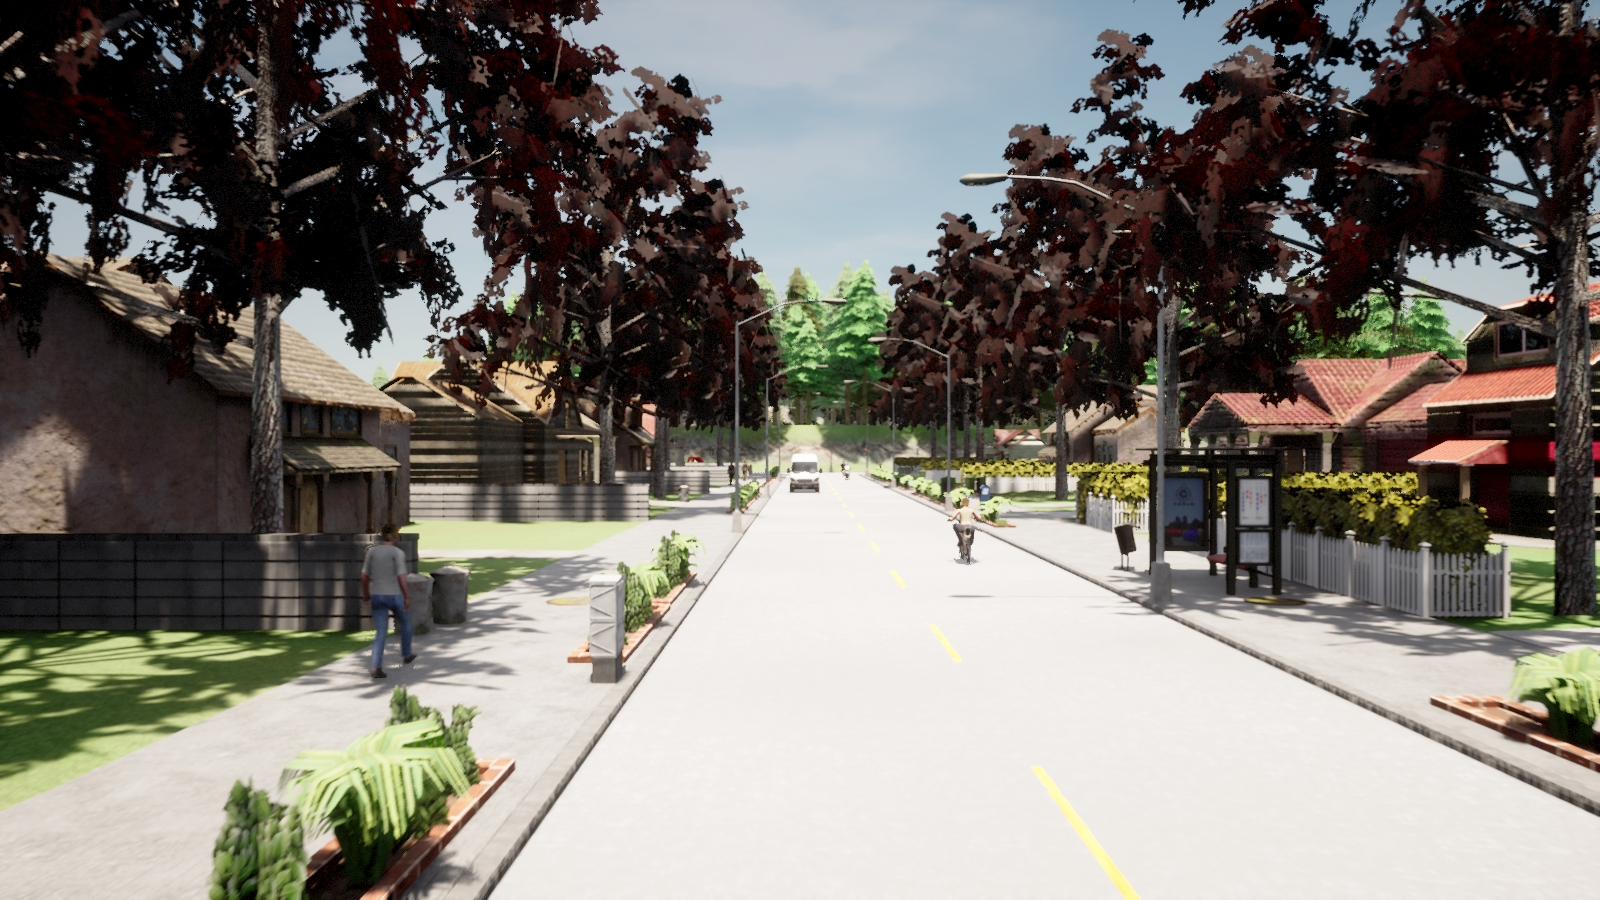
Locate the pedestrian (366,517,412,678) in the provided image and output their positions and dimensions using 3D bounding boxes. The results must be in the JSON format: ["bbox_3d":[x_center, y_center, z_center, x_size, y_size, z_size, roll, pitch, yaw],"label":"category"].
[{"bbox_3d":[-4.904,1.745,13.635,0.375,1.860,0.375,0,0,9],"label":"pedestrian"}]

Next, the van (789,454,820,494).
[{"bbox_3d":[0.311,1.544,75.936,1.988,2.561,5.915,0,0,0],"label":"van"}]

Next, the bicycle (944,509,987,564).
[{"bbox_3d":[4.138,2.161,28.694,0.859,1.276,1.487,0,0,0],"label":"bicycle"}]
